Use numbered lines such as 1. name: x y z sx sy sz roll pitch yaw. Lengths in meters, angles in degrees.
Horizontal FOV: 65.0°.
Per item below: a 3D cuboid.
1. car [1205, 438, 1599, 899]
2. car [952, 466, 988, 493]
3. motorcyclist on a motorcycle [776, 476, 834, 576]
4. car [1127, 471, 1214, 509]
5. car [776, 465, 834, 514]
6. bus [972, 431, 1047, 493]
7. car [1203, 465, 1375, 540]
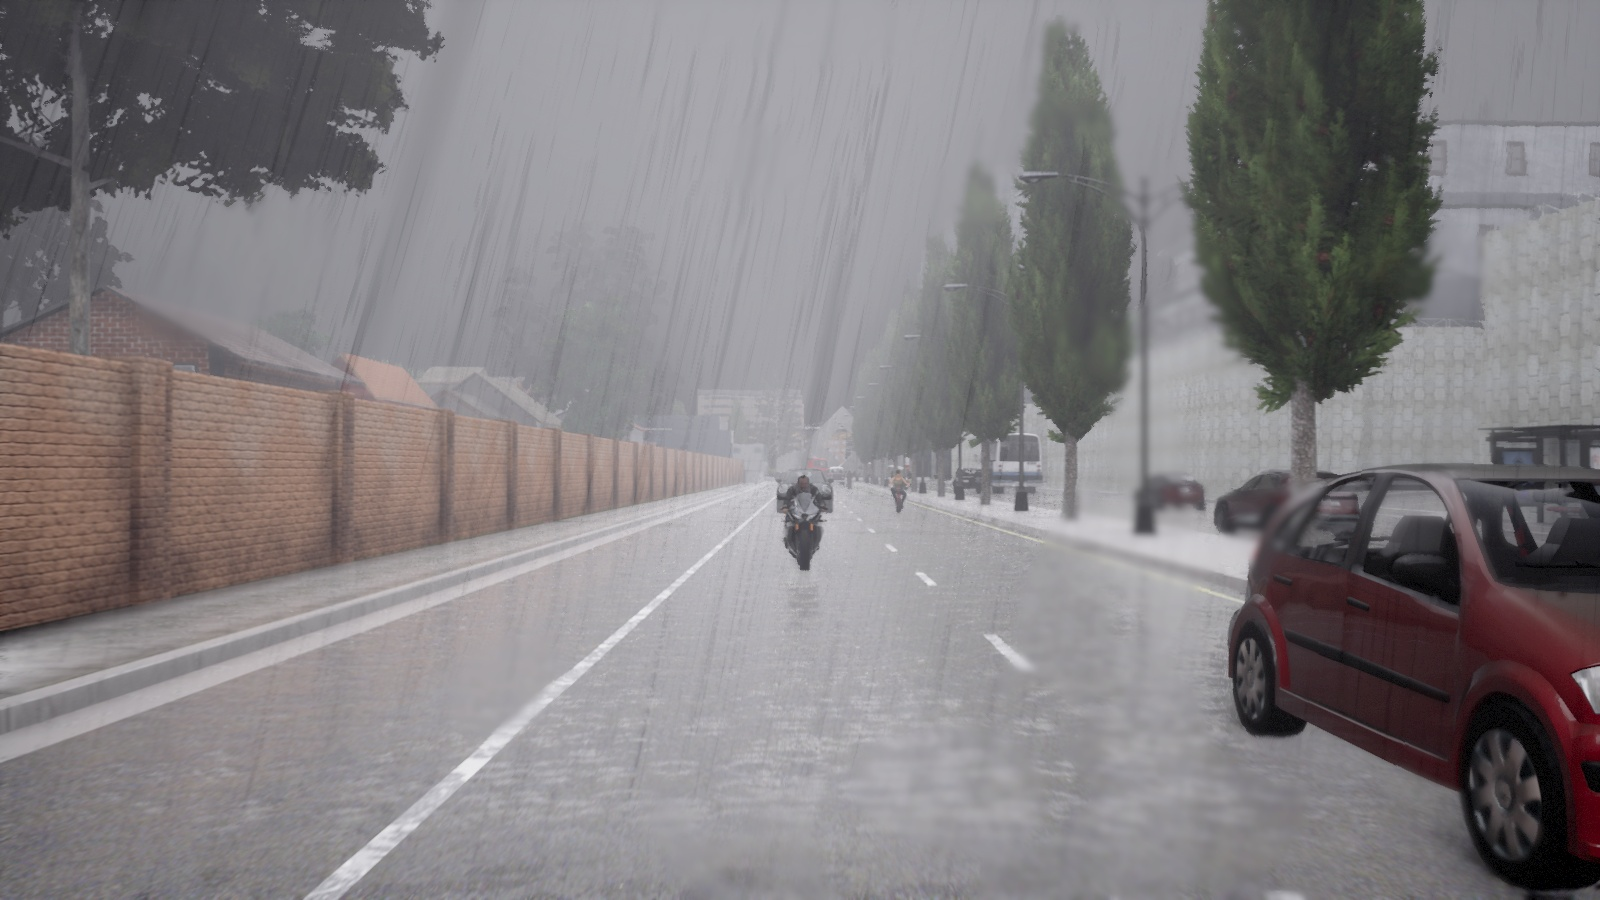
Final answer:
1. car: 3.533 0.800 6.067 1.851 1.617 3.988 0 -1 0
2. car: 11.820 2.043 87.612 1.932 1.855 4.605 0 -1 0
3. motorcyclist on a motorcycle: 0.059 1.190 20.467 0.866 1.530 2.191 0 -1 -2
4. car: 15.195 1.601 51.737 2.163 1.488 4.792 0 -1 0
5. car: 0.180 1.468 47.763 2.097 1.767 4.553 0 -1 0
6. bus: 15.320 0.921 92.728 3.944 4.253 10.273 0 -1 1
7. car: 11.659 1.203 30.341 2.033 1.649 4.856 0 -1 -3
